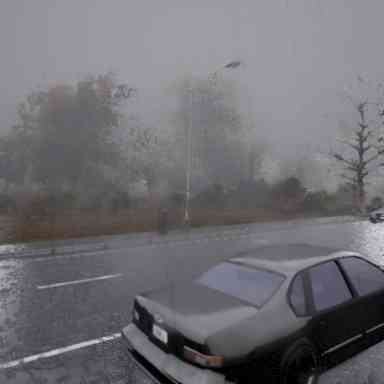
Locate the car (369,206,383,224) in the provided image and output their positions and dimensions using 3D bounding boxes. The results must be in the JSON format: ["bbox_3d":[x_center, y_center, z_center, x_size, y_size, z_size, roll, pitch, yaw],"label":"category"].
[{"bbox_3d":[13.685,1.441,22.225,4.181,1.385,1.994,0,0,-35],"label":"car"}]

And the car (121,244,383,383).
[{"bbox_3d":[1.709,1.526,4.967,5.357,1.411,2.033,0,0,-35],"label":"car"}]
